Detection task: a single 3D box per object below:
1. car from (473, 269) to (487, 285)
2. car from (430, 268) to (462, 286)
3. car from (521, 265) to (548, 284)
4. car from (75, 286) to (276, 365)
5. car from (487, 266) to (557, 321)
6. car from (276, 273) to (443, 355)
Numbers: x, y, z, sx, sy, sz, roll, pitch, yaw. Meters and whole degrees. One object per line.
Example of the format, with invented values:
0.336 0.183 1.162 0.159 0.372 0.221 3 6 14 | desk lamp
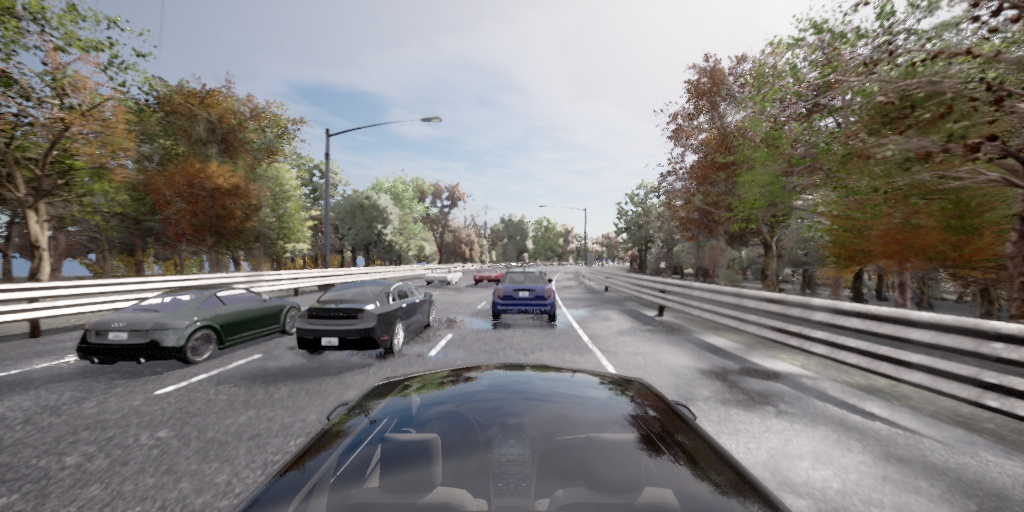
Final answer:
-1.775 1.651 29.165 1.895 1.301 4.718 0 -1 6 | car
-5.351 1.628 28.631 1.895 1.301 4.718 0 -1 6 | car
2.132 1.597 32.388 2.128 1.511 4.902 0 -1 7 | car
-6.740 1.369 8.186 1.994 1.385 4.181 0 -1 1 | car
0.463 1.236 13.331 2.097 1.767 4.553 0 -1 3 | car
-3.228 1.327 8.900 1.837 1.490 4.892 0 -1 1 | car
